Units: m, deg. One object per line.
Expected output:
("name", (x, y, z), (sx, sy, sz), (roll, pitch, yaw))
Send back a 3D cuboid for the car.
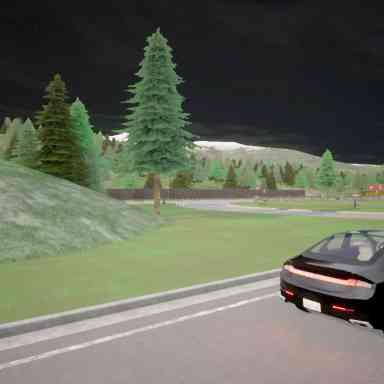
("car", (3.780, 1.492, 6.424), (4.902, 1.511, 2.128), (0, 0, -35))
